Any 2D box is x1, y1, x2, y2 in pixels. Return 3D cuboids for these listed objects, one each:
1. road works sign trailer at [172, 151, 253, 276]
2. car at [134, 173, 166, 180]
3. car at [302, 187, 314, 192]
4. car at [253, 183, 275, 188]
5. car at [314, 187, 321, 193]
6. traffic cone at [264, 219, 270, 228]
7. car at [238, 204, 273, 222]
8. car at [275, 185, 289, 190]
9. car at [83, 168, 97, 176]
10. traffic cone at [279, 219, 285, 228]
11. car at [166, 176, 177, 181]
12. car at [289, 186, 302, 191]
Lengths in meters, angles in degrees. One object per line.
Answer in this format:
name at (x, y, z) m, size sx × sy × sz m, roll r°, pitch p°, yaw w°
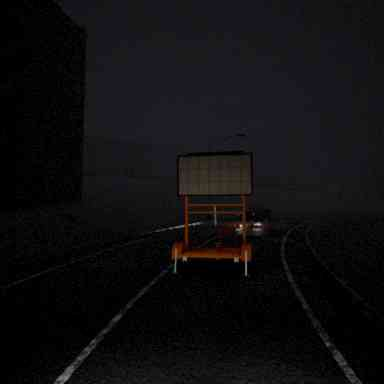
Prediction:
road works sign trailer at (0.756, 0.525, 10.653) m, size 2.380 × 3.560 × 2.880 m, roll -1°, pitch -1°, yaw 12°
car at (-7.544, -2.347, 56.391) m, size 4.892 × 1.521 × 2.231 m, roll 2°, pitch -5°, yaw -33°
car at (27.672, -0.390, 83.351) m, size 4.553 × 1.767 × 2.185 m, roll 4°, pitch -6°, yaw -42°
car at (15.078, -1.091, 72.596) m, size 4.792 × 1.488 × 2.163 m, roll 3°, pitch -6°, yaw -38°
car at (31.785, -0.178, 87.162) m, size 5.566 × 2.045 × 2.435 m, roll 5°, pitch -6°, yaw -43°
traffic cone at (5.126, 2.159, 22.802) m, size 0.340 × 0.580 × 0.340 m, roll -2°, pitch -1°, yaw 17°
car at (5.915, 1.909, 30.873) m, size 1.882 × 1.535 × 5.008 m, roll -3°, pitch -3°, yaw 32°
car at (19.350, -0.811, 76.080) m, size 4.674 × 1.452 × 2.002 m, roll 4°, pitch -6°, yaw -39°
car at (-16.697, -2.866, 50.417) m, size 4.553 × 1.767 × 2.185 m, roll 2°, pitch -5°, yaw -33°
traffic cone at (6.082, 2.130, 22.519) m, size 0.340 × 0.580 × 0.340 m, roll -2°, pitch -1°, yaw 17°
car at (-2.932, -2.136, 59.416) m, size 4.892 × 1.521 × 2.231 m, roll 3°, pitch -5°, yaw -33°
car at (23.471, -0.575, 79.596) m, size 4.892 × 1.521 × 2.231 m, roll 4°, pitch -6°, yaw -40°
